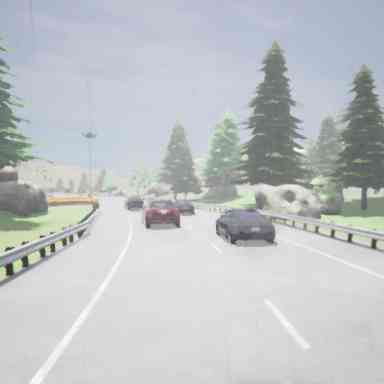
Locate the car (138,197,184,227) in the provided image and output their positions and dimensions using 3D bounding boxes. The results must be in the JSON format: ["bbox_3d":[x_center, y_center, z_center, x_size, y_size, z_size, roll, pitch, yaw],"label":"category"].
[{"bbox_3d":[-2.140,1.261,21.765,2.097,1.767,4.553,0,0,-12],"label":"car"}]

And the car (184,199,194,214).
[{"bbox_3d":[-1.169,1.397,32.284,1.994,1.385,4.181,0,0,-16],"label":"car"}]

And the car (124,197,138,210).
[{"bbox_3d":[-6.873,1.330,39.293,1.837,1.490,4.892,0,0,-19],"label":"car"}]

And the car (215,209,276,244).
[{"bbox_3d":[2.339,1.476,15.495,1.994,1.385,4.181,0,0,-7],"label":"car"}]
